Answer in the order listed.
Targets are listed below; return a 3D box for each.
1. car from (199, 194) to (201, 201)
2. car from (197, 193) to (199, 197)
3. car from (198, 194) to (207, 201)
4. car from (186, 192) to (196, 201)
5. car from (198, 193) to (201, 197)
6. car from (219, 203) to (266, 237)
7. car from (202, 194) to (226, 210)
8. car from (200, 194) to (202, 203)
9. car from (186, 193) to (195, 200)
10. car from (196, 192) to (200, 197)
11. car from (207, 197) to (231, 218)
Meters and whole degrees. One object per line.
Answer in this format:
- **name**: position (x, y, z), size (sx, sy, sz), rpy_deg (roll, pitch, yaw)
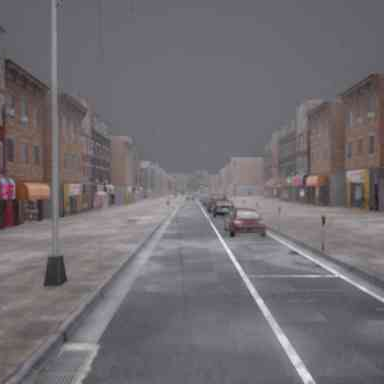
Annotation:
- **car**: position (2.400, 1.224, 49.394), size (1.947, 1.339, 4.313), rpy_deg (0, 0, 0)
- **car**: position (2.346, 1.192, 60.329), size (1.802, 1.307, 4.206), rpy_deg (0, 0, 0)
- **car**: position (2.292, 1.153, 71.261), size (1.802, 1.307, 4.206), rpy_deg (0, 0, 0)
- **car**: position (-0.342, 1.122, 71.349), size (1.994, 1.385, 4.181), rpy_deg (0, 0, 0)
- **car**: position (2.372, 1.158, 55.031), size (1.752, 1.417, 4.829), rpy_deg (0, 0, 0)
- **car**: position (2.561, 1.439, 16.594), size (1.802, 1.307, 4.206), rpy_deg (0, 0, 0)
- **car**: position (2.479, 1.061, 32.992), size (2.192, 1.841, 5.009), rpy_deg (0, 0, 0)
- **car**: position (2.426, 1.229, 43.928), size (1.887, 1.381, 4.507), rpy_deg (0, 0, 0)
- **car**: position (-0.389, 1.058, 81.187), size (2.033, 1.411, 5.357), rpy_deg (0, 0, 0)
- **car**: position (2.318, 1.029, 65.794), size (1.967, 1.590, 4.097), rpy_deg (0, 0, 0)
- **car**: position (2.508, 1.346, 27.527), size (1.947, 1.339, 4.313), rpy_deg (0, 0, 0)
